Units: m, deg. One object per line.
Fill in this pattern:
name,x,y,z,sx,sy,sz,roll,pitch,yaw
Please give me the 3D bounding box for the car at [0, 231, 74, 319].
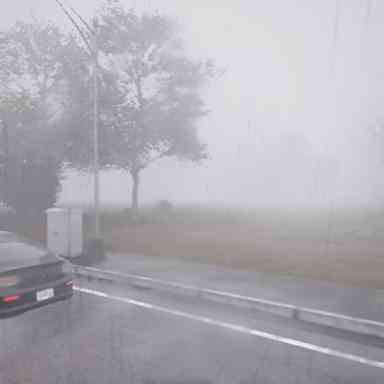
car,-4.357,1.521,6.715,4.674,1.442,1.812,0,0,33
